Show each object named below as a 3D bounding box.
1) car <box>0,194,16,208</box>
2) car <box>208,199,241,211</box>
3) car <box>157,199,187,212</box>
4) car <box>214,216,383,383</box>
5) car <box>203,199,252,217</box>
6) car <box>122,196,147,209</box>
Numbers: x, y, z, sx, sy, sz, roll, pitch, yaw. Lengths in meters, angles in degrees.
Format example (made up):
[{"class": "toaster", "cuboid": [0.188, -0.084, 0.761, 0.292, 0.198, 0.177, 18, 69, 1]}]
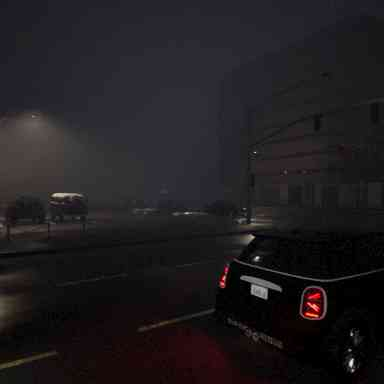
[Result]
[{"class": "car", "cuboid": [-31.674, 1.209, 56.493, 1.932, 1.855, 4.605, 0, 0, -35]}, {"class": "car", "cuboid": [4.142, 1.619, 42.578, 1.994, 1.385, 4.181, 0, 0, -35]}, {"class": "car", "cuboid": [-2.483, 1.581, 39.489, 1.812, 1.442, 4.674, 0, 0, -36]}, {"class": "car", "cuboid": [2.637, 1.352, 5.682, 4.553, 1.767, 2.097, 0, 0, -35]}, {"class": "car", "cuboid": [3.208, 1.603, 31.455, 2.033, 1.411, 5.357, 0, 0, -35]}, {"class": "car", "cuboid": [-8.243, 1.407, 47.605, 2.097, 1.767, 4.553, 0, 0, -35]}]
